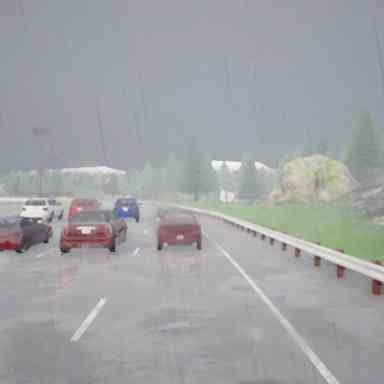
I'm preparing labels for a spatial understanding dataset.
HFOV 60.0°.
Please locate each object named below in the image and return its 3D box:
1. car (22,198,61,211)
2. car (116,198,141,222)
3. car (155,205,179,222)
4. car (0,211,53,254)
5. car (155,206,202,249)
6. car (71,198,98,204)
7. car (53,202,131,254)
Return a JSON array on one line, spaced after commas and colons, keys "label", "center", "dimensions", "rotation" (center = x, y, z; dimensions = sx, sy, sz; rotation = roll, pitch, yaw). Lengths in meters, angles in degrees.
[{"label": "car", "center": [-12.654, 1.531, 28.485], "dimensions": [2.150, 2.045, 5.566], "rotation": [0, 0, -8]}, {"label": "car", "center": [-5.722, 1.538, 29.457], "dimensions": [2.150, 2.045, 5.566], "rotation": [0, 0, -8]}, {"label": "car", "center": [-2.357, 1.924, 30.584], "dimensions": [1.895, 1.301, 4.718], "rotation": [0, -1, -8]}, {"label": "car", "center": [-7.569, 1.720, 14.280], "dimensions": [1.994, 1.385, 4.181], "rotation": [0, -1, -4]}, {"label": "car", "center": [-0.648, 1.642, 15.504], "dimensions": [1.882, 1.535, 5.008], "rotation": [0, 0, -4]}, {"label": "car", "center": [-9.187, 1.535, 28.963], "dimensions": [2.150, 2.045, 5.566], "rotation": [0, 0, -8]}, {"label": "car", "center": [-4.073, 1.506, 14.449], "dimensions": [2.097, 1.767, 4.553], "rotation": [0, -1, -4]}]
